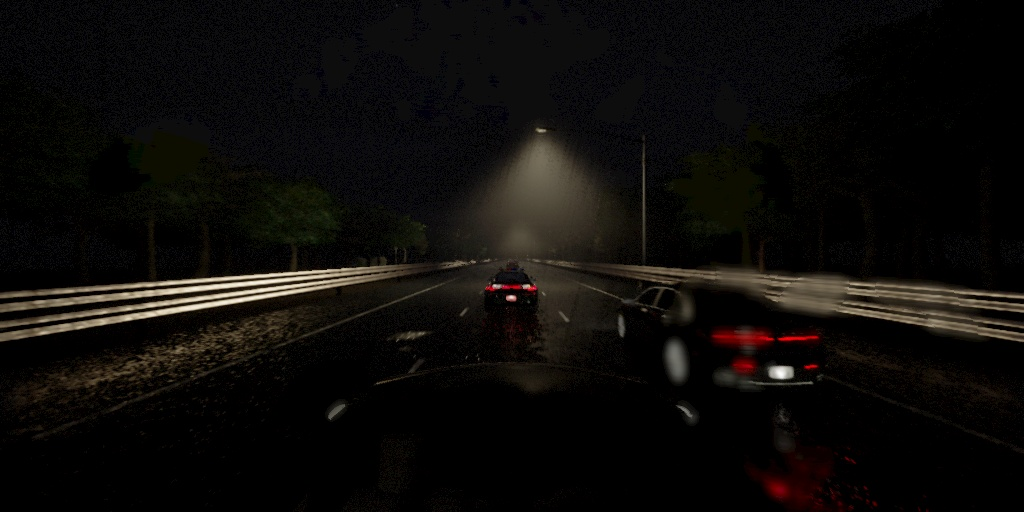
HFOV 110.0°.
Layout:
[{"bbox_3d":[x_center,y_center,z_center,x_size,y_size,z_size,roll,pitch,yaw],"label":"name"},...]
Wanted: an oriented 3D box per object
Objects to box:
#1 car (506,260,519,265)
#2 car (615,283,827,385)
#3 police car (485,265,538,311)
[{"bbox_3d":[0.079,1.458,54.753,2.128,1.511,4.902,0,0,0],"label":"car"},{"bbox_3d":[3.498,1.276,7.085,1.837,1.490,4.892,0,0,0],"label":"car"},{"bbox_3d":[-0.021,1.307,14.897,2.038,1.542,4.974,0,0,0],"label":"police car"}]
